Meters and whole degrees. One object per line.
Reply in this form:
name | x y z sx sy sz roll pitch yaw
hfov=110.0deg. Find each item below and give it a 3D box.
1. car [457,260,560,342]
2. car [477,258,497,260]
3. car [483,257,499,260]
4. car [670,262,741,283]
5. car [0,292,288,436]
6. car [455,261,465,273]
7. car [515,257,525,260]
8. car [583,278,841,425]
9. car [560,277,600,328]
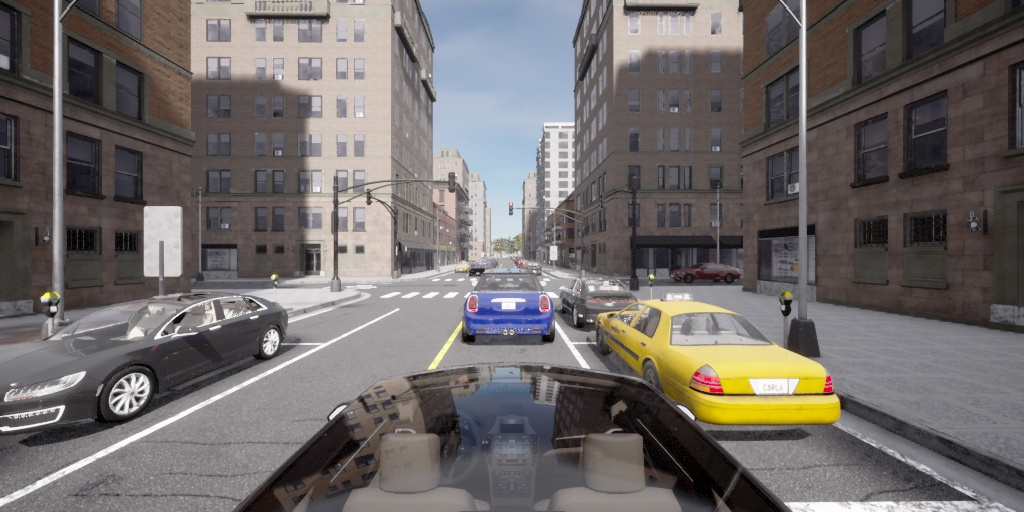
car | -0.084 1.102 9.905 2.097 1.767 4.553 0 0 0
car | -3.378 1.294 46.284 2.033 1.411 5.357 0 0 0
car | -3.495 1.308 56.454 1.994 1.385 4.181 0 0 -1
car | 13.931 1.186 25.926 4.674 1.442 1.812 0 0 1
car | -5.429 1.300 5.646 2.007 1.370 4.403 0 0 -1
car | -5.887 1.272 43.436 1.751 1.417 4.829 0 0 -1
car | 1.928 1.183 60.749 1.967 1.591 4.097 0 0 -1
car | 2.602 1.275 5.914 1.751 1.417 4.829 0 0 -1
car | 2.534 1.300 11.150 2.007 1.370 4.403 0 0 -1
